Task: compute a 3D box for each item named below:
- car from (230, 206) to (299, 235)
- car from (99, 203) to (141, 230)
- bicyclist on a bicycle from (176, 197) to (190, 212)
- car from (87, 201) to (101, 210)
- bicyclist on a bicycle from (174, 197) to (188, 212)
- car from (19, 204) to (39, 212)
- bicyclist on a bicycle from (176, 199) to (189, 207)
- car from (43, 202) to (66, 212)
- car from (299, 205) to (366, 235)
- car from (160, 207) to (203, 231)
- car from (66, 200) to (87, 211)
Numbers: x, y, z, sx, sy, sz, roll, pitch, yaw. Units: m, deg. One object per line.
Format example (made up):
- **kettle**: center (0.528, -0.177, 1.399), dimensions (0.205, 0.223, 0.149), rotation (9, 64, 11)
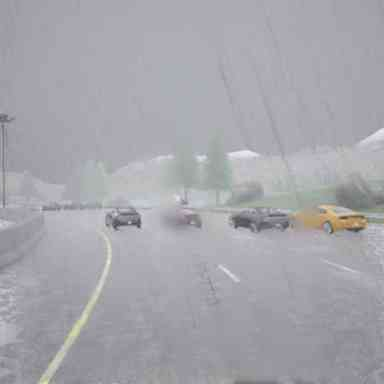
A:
- **car**: center (3.863, 1.612, 19.918), dimensions (2.128, 1.511, 4.902), rotation (-1, -1, -18)
- **car**: center (-4.957, 1.804, 23.582), dimensions (2.128, 1.511, 4.902), rotation (0, -1, -23)
- **bicyclist on a bicycle**: center (-1.252, 1.794, 47.227), dimensions (1.656, 1.620, 0.582), rotation (28, -19, -36)
- **car**: center (-17.542, 2.344, 58.826), dimensions (2.128, 1.511, 4.902), rotation (-1, -1, -40)
- **bicyclist on a bicycle**: center (-1.574, 1.804, 47.628), dimensions (1.656, 1.620, 0.582), rotation (29, -18, -36)
- **car**: center (-25.638, 2.533, 52.141), dimensions (1.895, 1.301, 4.718), rotation (-1, -1, -40)
- **bicyclist on a bicycle**: center (-0.900, 1.786, 46.774), dimensions (1.656, 1.620, 0.582), rotation (26, -16, -36)
- **car**: center (-22.928, 2.397, 54.355), dimensions (2.128, 1.511, 4.902), rotation (-1, -1, -40)
- **car**: center (7.686, 1.526, 19.380), dimensions (1.882, 1.535, 5.008), rotation (0, -1, -17)
- **car**: center (-0.781, 1.753, 22.554), dimensions (1.812, 1.442, 4.674), rotation (0, -1, -21)
- **car**: center (-20.218, 2.230, 56.569), dimensions (2.097, 1.767, 4.553), rotation (-1, -1, -40)
